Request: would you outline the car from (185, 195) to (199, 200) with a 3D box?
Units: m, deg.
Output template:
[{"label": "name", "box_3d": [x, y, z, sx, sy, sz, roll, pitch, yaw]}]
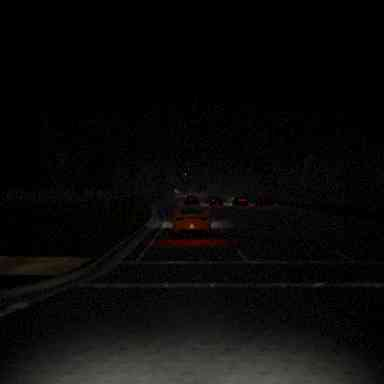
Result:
[{"label": "car", "box_3d": [-0.029, 1.182, 48.867, 2.097, 1.767, 4.553, 0, 0, 0]}]

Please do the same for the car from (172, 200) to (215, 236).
[{"label": "car", "box_3d": [-0.011, 1.415, 17.872, 1.882, 1.535, 5.008, 0, 0, 0]}]

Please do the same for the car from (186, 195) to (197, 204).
[{"label": "car", "box_3d": [-0.035, 1.300, 58.900, 1.837, 1.490, 4.892, 0, 0, 0]}]

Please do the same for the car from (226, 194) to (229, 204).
[{"label": "car", "box_3d": [6.965, 1.148, 58.874, 2.097, 1.767, 4.553, 0, 0, 0]}]

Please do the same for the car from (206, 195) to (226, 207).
[{"label": "car", "box_3d": [3.471, 1.337, 48.483, 1.837, 1.490, 4.892, 0, 0, 0]}]

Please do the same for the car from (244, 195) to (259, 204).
[{"label": "car", "box_3d": [10.465, 1.322, 58.907, 1.812, 1.442, 4.674, 0, 0, 0]}]

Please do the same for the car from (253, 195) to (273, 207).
[{"label": "car", "box_3d": [10.471, 1.310, 48.487, 1.882, 1.535, 5.008, 0, 0, 0]}]

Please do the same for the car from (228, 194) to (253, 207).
[{"label": "car", "box_3d": [6.971, 1.323, 48.485, 2.128, 1.511, 4.902, 0, 0, 0]}]
